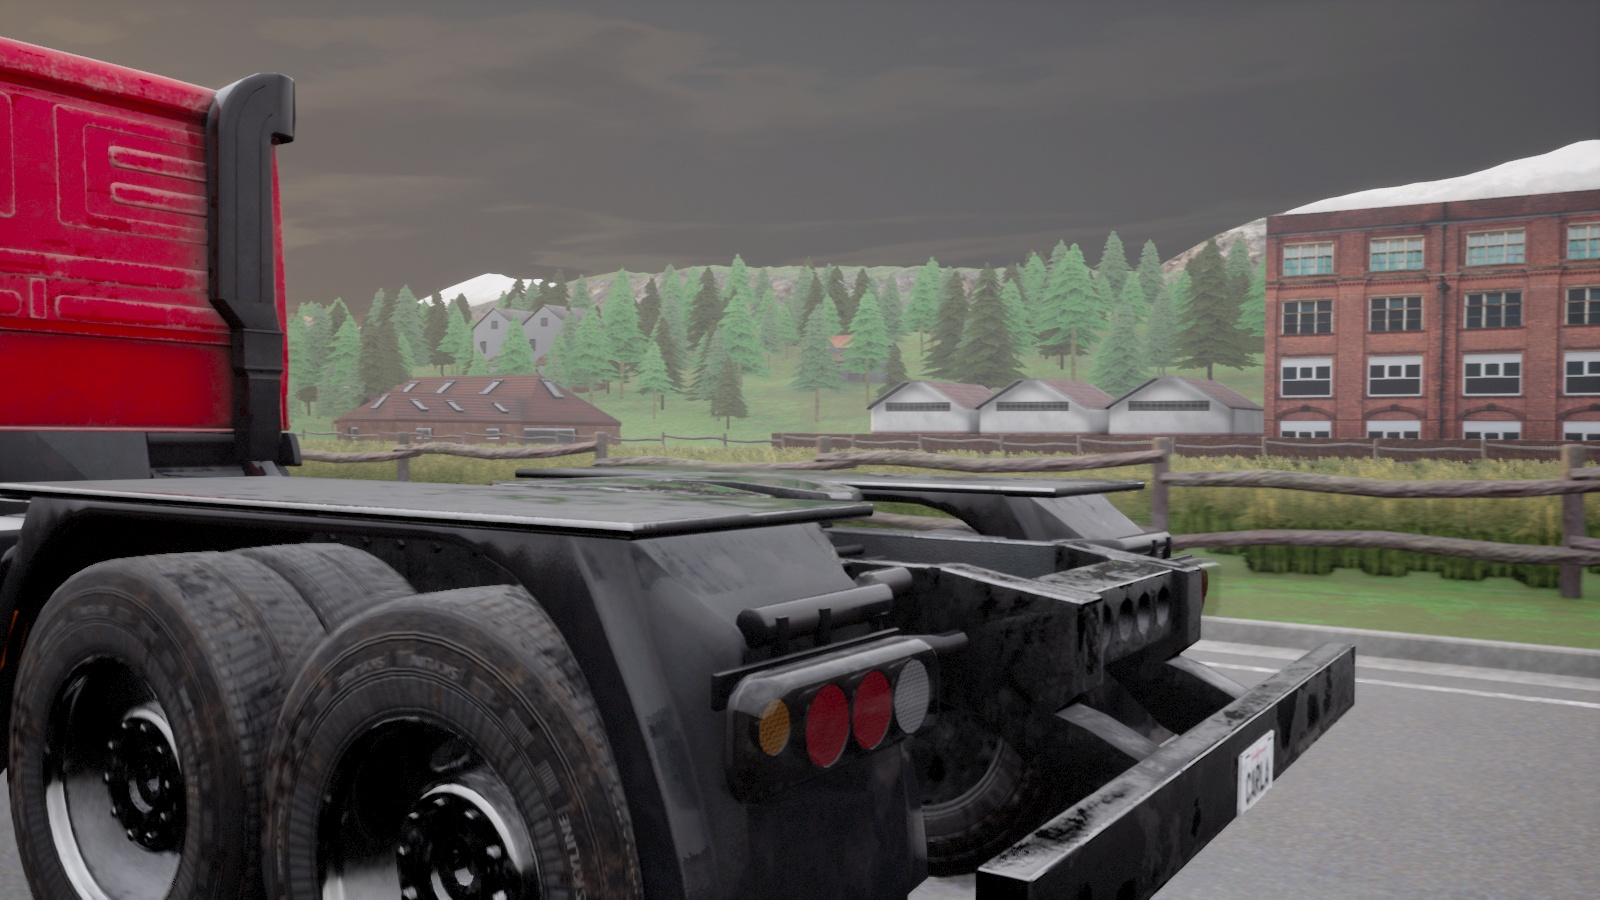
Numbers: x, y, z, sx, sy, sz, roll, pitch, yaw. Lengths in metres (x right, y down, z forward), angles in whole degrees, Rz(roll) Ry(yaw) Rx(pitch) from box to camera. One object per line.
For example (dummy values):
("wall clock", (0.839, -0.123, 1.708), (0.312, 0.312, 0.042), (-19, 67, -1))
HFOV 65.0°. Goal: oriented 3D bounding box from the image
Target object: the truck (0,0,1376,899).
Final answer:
("truck", (-2.231, -0.300, 5.087), (7.936, 3.462, 2.891), (0, 1, 34))
